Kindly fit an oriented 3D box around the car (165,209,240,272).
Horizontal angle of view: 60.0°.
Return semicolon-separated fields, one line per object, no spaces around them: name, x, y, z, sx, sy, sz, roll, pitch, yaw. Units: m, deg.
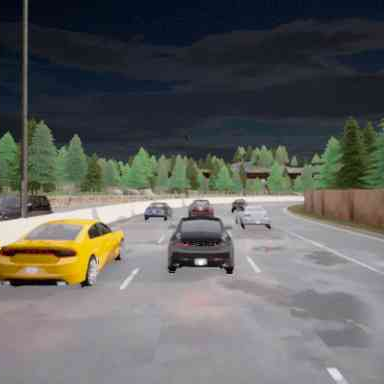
car;0.279;1.524;10.832;1.837;1.490;4.892;0;0;1

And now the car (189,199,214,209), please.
car;0.831;1.404;28.733;2.097;1.767;4.553;0;0;3

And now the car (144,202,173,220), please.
car;-2.749;1.574;27.981;2.033;1.411;5.357;0;0;3

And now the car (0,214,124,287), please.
car;-3.253;1.471;9.332;1.882;1.535;5.008;0;0;1

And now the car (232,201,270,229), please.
car;4.030;1.589;22.345;1.812;1.442;4.674;0;0;1

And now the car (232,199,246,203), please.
car;5.793;1.609;39.889;1.837;1.490;4.892;0;0;11
